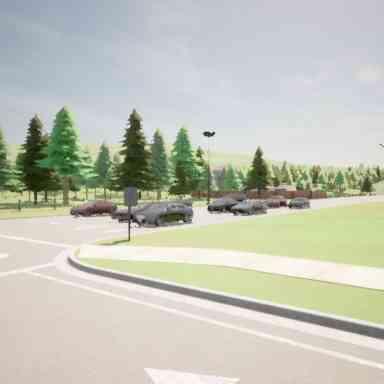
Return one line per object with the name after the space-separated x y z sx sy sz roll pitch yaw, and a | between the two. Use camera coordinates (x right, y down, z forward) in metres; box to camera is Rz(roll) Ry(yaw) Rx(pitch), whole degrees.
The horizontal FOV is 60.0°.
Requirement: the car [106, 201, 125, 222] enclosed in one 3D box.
-3.724 1.539 25.894 2.033 1.411 5.357 0 0 36 | car

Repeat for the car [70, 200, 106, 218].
-8.936 1.513 30.614 1.812 1.442 4.674 0 0 36 | car

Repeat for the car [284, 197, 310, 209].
14.441 1.498 44.710 1.837 1.490 4.892 0 0 36 | car

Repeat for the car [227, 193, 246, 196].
6.562 1.208 51.694 2.150 2.045 5.566 0 0 36 | car

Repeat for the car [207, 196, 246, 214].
3.535 1.469 35.789 1.882 1.535 5.008 0 0 36 | car

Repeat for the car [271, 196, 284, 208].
11.763 1.343 46.971 2.097 1.767 4.553 0 0 37 | car

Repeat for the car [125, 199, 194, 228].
-1.799 1.484 22.593 2.128 1.511 4.902 0 0 36 | car

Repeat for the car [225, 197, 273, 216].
5.755 1.540 32.902 2.033 1.411 5.357 0 0 36 | car
